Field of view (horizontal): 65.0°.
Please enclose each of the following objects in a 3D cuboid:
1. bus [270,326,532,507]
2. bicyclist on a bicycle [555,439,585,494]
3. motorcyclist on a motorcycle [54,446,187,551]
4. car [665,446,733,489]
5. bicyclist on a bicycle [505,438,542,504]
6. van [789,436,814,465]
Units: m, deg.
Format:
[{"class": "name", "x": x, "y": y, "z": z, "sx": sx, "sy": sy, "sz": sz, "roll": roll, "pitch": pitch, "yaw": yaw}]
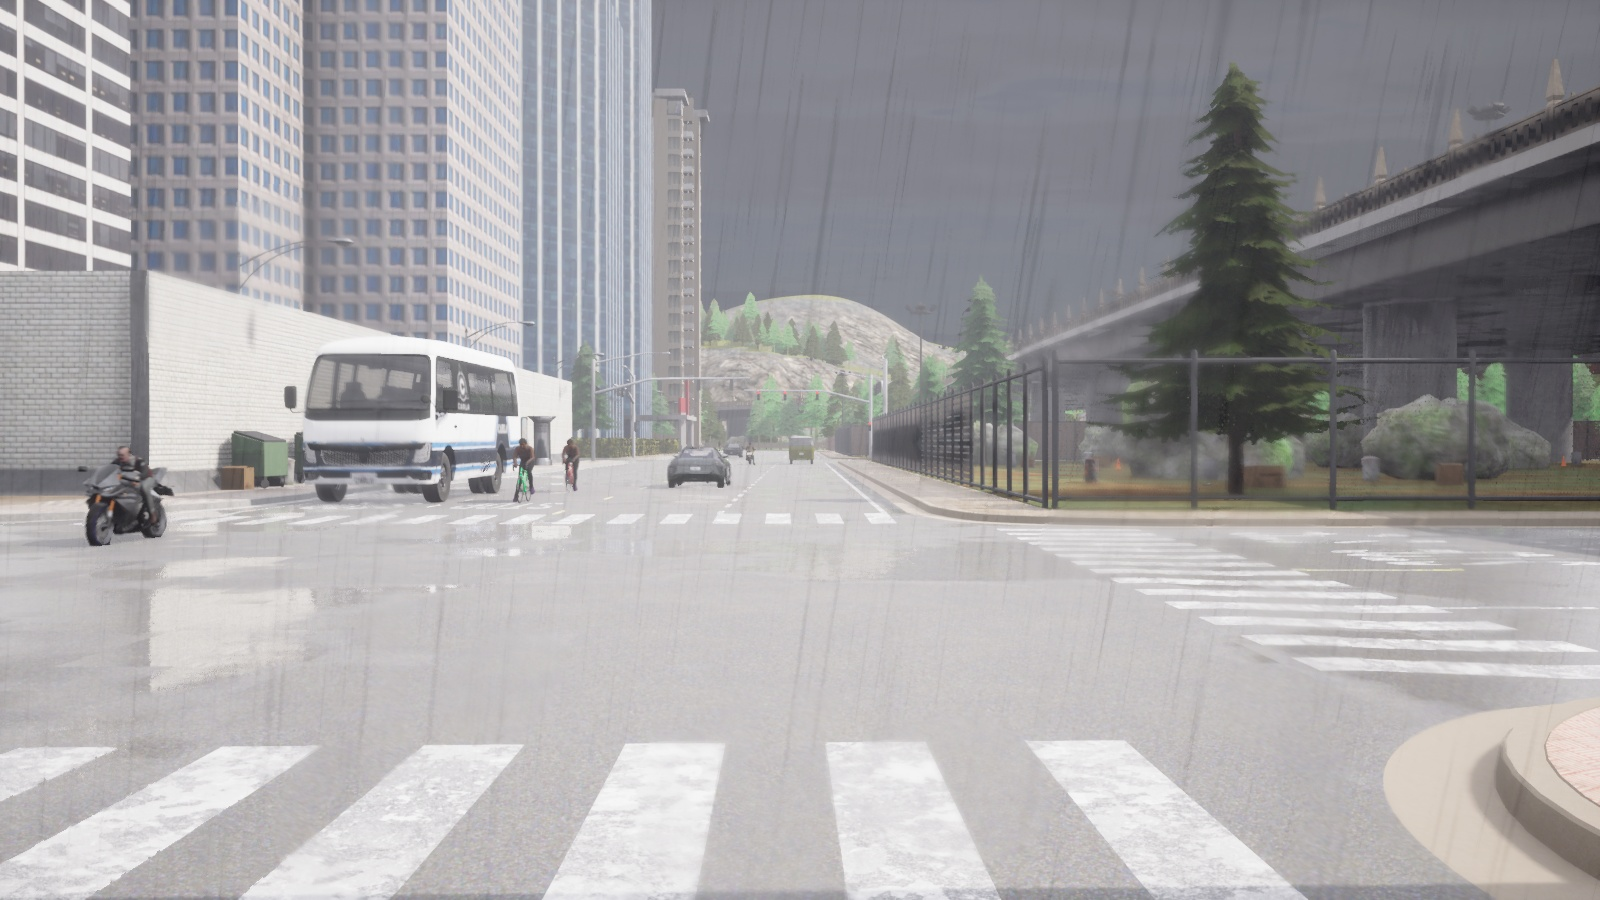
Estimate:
[{"class": "bus", "x": -10.448, "y": -0.833, "z": 34.568, "sx": 3.944, "sy": 4.253, "sz": 10.273, "roll": 0, "pitch": 1, "yaw": 0}, {"class": "bicyclist on a bicycle", "x": -6.945, "y": 0.479, "z": 37.968, "sx": 0.582, "sy": 1.620, "sz": 1.656, "roll": 0, "pitch": 0, "yaw": 0}, {"class": "motorcyclist on a motorcycle", "x": -10.464, "y": 0.704, "z": 19.450, "sx": 0.866, "sy": 1.530, "sz": 2.191, "roll": 0, "pitch": 0, "yaw": 0}, {"class": "car", "x": -3.440, "y": 0.562, "z": 43.424, "sx": 1.994, "sy": 1.385, "sz": 4.181, "roll": 0, "pitch": 0, "yaw": 0}, {"class": "bicyclist on a bicycle", "x": -6.952, "y": 0.515, "z": 31.641, "sx": 0.582, "sy": 1.620, "sz": 1.656, "roll": 0, "pitch": 1, "yaw": 0}, {"class": "van", "x": 0.106, "y": -0.003, "z": 89.002, "sx": 1.775, "sy": 1.987, "sz": 4.442, "roll": 0, "pitch": 0, "yaw": 0}]
